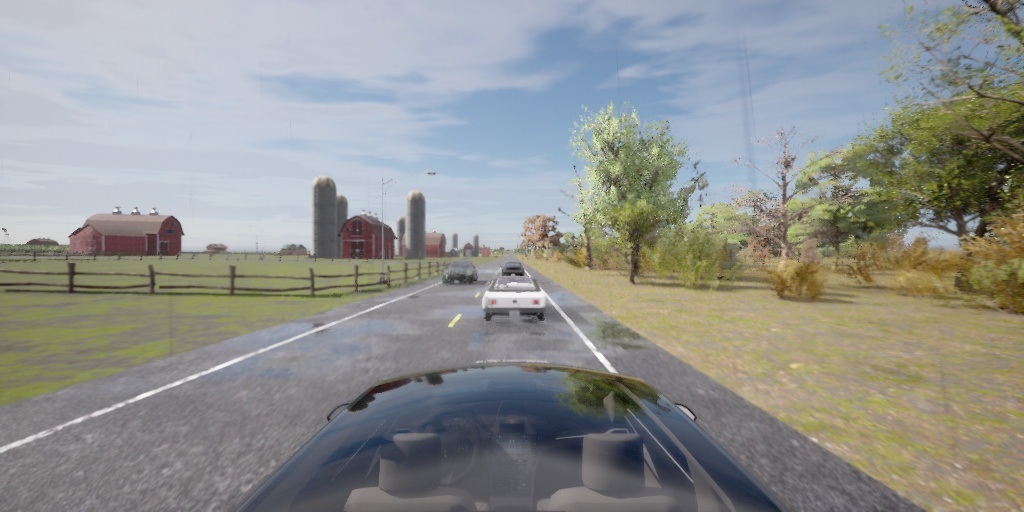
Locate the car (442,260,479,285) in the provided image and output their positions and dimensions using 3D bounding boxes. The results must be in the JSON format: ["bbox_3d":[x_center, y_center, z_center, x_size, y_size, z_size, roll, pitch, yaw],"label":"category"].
[{"bbox_3d":[-3.602,1.078,25.573,2.097,1.767,4.553,0,0,0],"label":"car"}]

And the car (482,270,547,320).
[{"bbox_3d":[0.087,1.340,12.453,1.895,1.301,4.718,0,0,0],"label":"car"}]

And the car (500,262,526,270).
[{"bbox_3d":[0.093,1.225,30.362,1.837,1.490,4.892,0,0,0],"label":"car"}]
